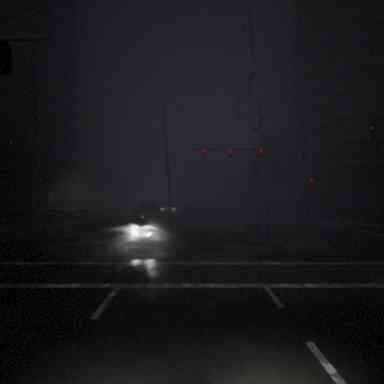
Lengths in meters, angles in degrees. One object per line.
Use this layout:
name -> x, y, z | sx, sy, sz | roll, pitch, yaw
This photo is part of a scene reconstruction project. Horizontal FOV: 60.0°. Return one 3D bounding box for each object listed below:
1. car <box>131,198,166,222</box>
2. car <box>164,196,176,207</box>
car -> -3.497, 1.518, 25.984 | 2.128, 1.511, 4.902 | 0, 0, 0
car -> -3.493, 1.373, 50.764 | 1.882, 1.535, 5.008 | 0, 0, 0
